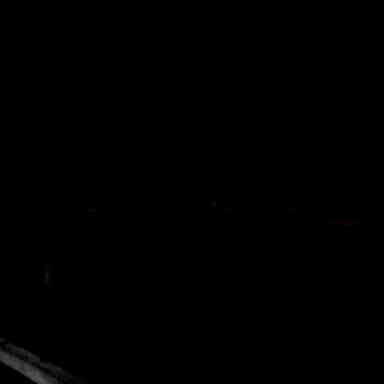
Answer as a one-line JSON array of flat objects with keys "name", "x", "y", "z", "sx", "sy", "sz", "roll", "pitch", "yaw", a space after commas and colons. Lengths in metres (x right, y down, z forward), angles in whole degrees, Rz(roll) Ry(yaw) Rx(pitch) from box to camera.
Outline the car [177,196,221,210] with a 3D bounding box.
[{"name": "car", "x": 0.695, "y": 1.162, "z": 36.490, "sx": 5.008, "sy": 1.535, "sz": 1.882, "roll": 0, "pitch": 0, "yaw": 27}]

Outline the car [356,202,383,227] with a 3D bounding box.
[{"name": "car", "x": 11.843, "y": 1.274, "z": 18.575, "sx": 1.882, "sy": 1.535, "sz": 5.008, "roll": -1, "pitch": 1, "yaw": -35}]
